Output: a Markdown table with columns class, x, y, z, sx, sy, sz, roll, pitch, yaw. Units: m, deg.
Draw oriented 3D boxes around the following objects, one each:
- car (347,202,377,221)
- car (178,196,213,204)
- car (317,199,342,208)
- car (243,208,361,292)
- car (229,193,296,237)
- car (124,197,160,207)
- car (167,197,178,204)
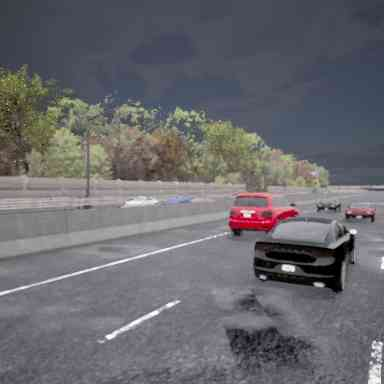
| class | x | y | z | sx | sy | sz | roll | pitch | yaw |
| --- | --- | --- | --- | --- | --- | --- | --- | --- | --- |
| car | 12.685 | 1.417 | 24.832 | 1.895 | 1.301 | 4.718 | 0 | 1 | 31 |
| car | 0.857 | 1.263 | 32.722 | 1.812 | 1.442 | 4.674 | 0 | 1 | 31 |
| car | 14.274 | 1.350 | 34.352 | 1.895 | 1.301 | 4.718 | 0 | 0 | 31 |
| car | 3.264 | 1.407 | 9.007 | 1.882 | 1.535 | 5.008 | 0 | 1 | 31 |
| car | 3.776 | 1.089 | 16.714 | 2.150 | 2.045 | 5.566 | 0 | 1 | 31 |
| car | -5.319 | 1.227 | 36.030 | 1.812 | 1.442 | 4.674 | 0 | 1 | 31 |
| car | -0.867 | 1.182 | 36.665 | 1.882 | 1.535 | 5.008 | 0 | 1 | 31 |
